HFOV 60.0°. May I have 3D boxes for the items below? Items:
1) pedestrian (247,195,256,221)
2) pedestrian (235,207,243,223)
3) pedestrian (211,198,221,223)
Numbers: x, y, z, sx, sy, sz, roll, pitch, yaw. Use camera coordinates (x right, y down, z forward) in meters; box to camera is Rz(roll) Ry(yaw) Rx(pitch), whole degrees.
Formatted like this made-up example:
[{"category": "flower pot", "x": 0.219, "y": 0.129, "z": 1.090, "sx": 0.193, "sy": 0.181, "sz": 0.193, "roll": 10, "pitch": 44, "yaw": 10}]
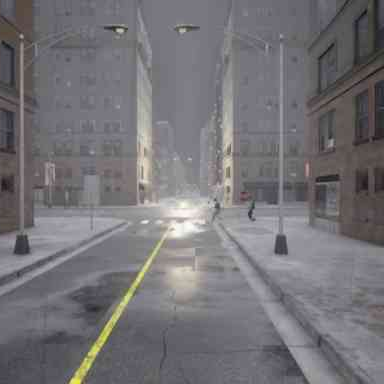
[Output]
[{"category": "pedestrian", "x": 4.108, "y": 1.120, "z": 23.141, "sx": 0.375, "sy": 1.860, "sz": 0.375, "roll": 0, "pitch": 0, "yaw": 0}, {"category": "pedestrian", "x": 3.214, "y": 1.500, "z": 22.542, "sx": 0.500, "sy": 1.100, "sz": 0.500, "roll": 0, "pitch": 0, "yaw": 0}, {"category": "pedestrian", "x": 1.712, "y": 1.271, "z": 23.743, "sx": 0.375, "sy": 1.860, "sz": 0.375, "roll": 0, "pitch": 0, "yaw": 0}]
